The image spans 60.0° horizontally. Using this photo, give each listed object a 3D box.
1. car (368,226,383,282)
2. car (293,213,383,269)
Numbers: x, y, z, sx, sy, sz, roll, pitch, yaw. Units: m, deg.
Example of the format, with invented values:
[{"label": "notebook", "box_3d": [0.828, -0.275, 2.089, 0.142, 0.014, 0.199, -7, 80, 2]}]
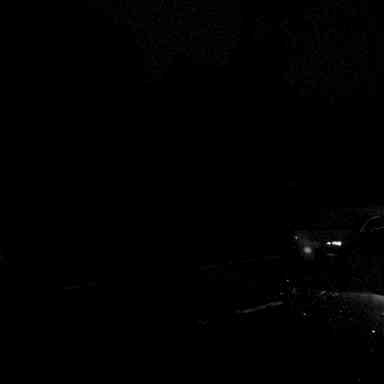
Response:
[{"label": "car", "box_3d": [6.349, 1.565, 7.888, 4.181, 1.385, 1.994, 0, 0, -34]}, {"label": "car", "box_3d": [5.470, 1.467, 11.204, 4.902, 1.511, 2.128, 0, 0, -34]}]
